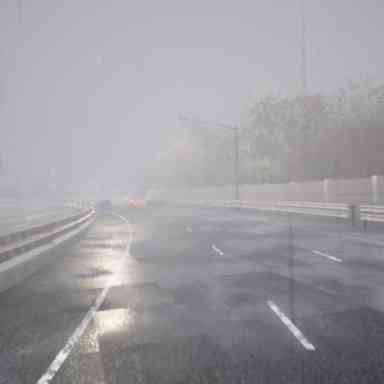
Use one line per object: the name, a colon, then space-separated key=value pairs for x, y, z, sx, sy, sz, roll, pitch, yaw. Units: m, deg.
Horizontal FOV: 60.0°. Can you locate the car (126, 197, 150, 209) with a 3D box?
car: x=-8.333 y=1.543 z=49.392 sx=2.097 sy=1.767 sz=4.553 roll=-1 pitch=0 yaw=-27

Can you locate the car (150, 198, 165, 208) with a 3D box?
car: x=-5.895 y=1.660 z=52.353 sx=2.128 sy=1.511 sz=4.902 roll=-1 pitch=0 yaw=-27

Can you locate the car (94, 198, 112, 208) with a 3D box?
car: x=-14.174 y=1.770 z=52.963 sx=1.837 sy=1.490 sz=4.892 roll=0 pitch=0 yaw=-30
